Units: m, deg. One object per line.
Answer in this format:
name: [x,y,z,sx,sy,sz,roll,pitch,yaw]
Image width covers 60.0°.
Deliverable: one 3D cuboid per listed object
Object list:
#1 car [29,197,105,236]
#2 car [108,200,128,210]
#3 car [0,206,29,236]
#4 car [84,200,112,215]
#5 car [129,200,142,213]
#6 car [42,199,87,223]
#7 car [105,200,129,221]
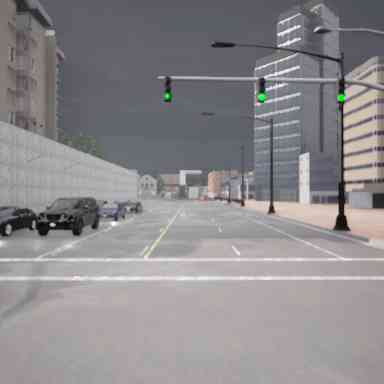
car: [-7.115,1.337,19.743,2.150,2.045,5.566,0,0,0]
car: [-10.606,1.882,48.052,1.895,1.301,4.718,0,0,0]
car: [-10.619,1.617,19.107,1.837,1.490,4.892,0,0,0]
car: [-10.633,1.727,37.992,1.837,1.490,4.892,0,0,0]
car: [-7.131,1.724,39.724,2.128,1.511,4.902,0,0,0]
car: [-10.628,1.517,28.176,2.097,1.767,4.553,0,0,0]
car: [-7.128,1.698,29.381,1.812,1.442,4.674,0,0,0]
